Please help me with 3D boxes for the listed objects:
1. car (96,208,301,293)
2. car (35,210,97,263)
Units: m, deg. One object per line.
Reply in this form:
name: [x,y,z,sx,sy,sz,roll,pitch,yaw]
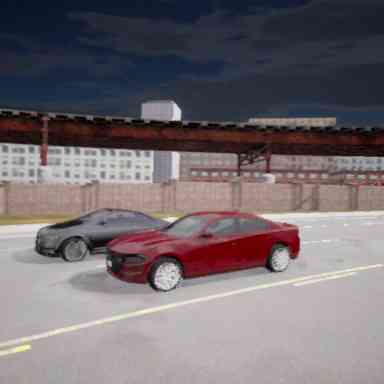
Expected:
car: [0.453,1.211,8.206,5.008,1.535,1.882,0,2,-30]
car: [-2.592,1.200,10.405,4.181,1.385,1.994,0,2,-31]
